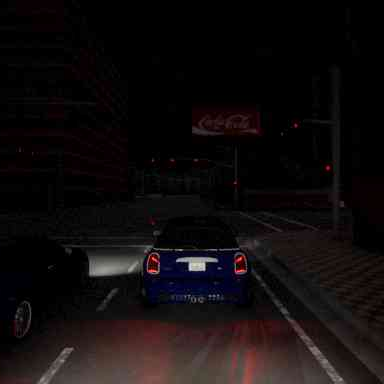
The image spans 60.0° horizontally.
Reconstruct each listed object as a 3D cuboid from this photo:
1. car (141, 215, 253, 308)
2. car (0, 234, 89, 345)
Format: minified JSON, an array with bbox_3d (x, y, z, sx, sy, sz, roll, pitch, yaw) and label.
[{"bbox_3d":[0.086,1.352,8.058,2.097,1.767,4.553,0,0,0],"label":"car"},{"bbox_3d":[-3.420,1.526,6.263,1.812,1.442,4.674,0,0,0],"label":"car"}]
